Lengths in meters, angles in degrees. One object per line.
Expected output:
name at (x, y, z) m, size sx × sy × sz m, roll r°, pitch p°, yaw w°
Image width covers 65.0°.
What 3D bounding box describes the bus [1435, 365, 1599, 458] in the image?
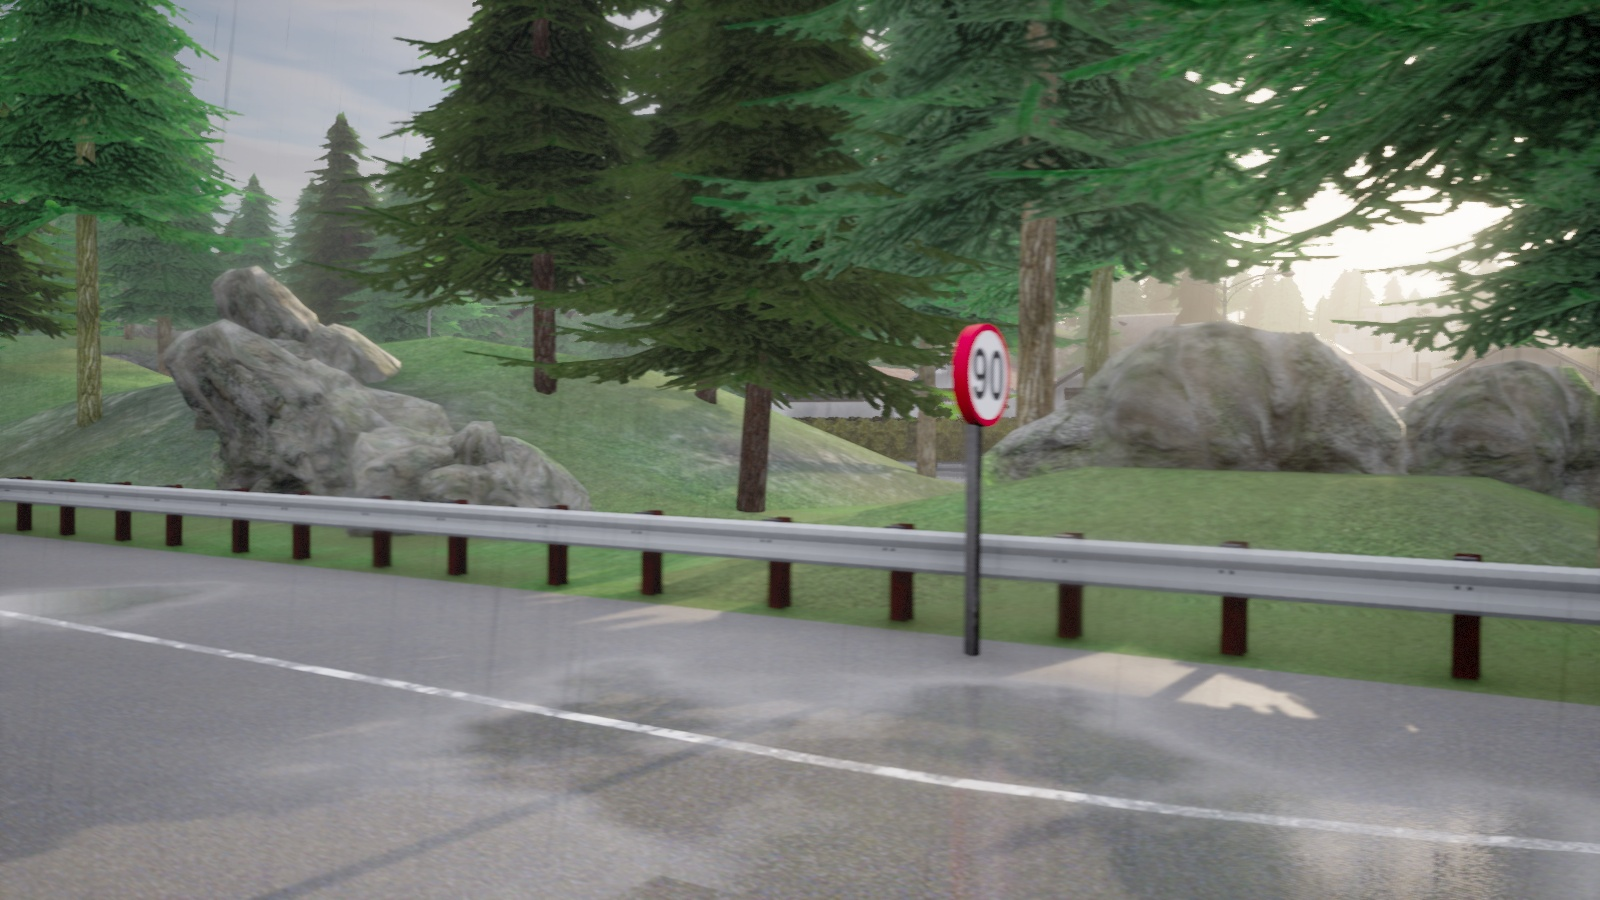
bus at (36.514, -1.804, 60.342) m, size 10.273 × 4.253 × 3.944 m, roll 0°, pitch 1°, yaw 34°
